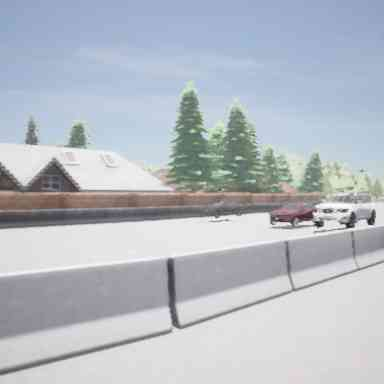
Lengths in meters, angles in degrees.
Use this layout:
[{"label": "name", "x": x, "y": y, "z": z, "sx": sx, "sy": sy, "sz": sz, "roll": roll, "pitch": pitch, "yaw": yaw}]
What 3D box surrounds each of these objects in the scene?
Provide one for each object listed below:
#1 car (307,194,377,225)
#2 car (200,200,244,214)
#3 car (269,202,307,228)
[{"label": "car", "x": 9.791, "y": 1.089, "z": 21.046, "sx": 5.566, "sy": 2.045, "sz": 2.150, "roll": 1, "pitch": -1, "yaw": -43}, {"label": "car", "x": 2.640, "y": 1.444, "z": 28.732, "sx": 4.674, "sy": 1.442, "sz": 1.812, "roll": 1, "pitch": -1, "yaw": -43}, {"label": "car", "x": 7.421, "y": 1.512, "z": 23.619, "sx": 5.008, "sy": 1.535, "sz": 1.882, "roll": 1, "pitch": -1, "yaw": -43}]
